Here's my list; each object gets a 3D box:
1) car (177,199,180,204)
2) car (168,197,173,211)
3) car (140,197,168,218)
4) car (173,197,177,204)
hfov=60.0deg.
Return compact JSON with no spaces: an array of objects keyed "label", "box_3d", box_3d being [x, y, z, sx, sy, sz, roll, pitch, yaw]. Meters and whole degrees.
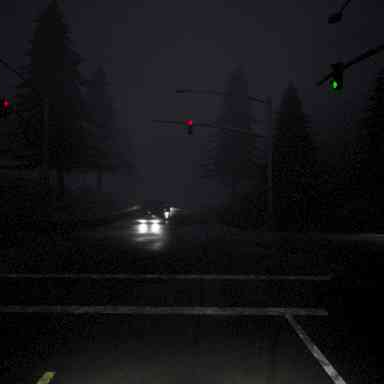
[{"label":"car","box_3d":[-4.099,1.564,61.619,1.994,1.385,4.181,0,0,-39]},{"label":"car","box_3d":[-3.648,1.478,40.278,1.882,1.535,5.008,0,0,0]},{"label":"car","box_3d":[-3.653,1.491,30.775,2.128,1.511,4.902,0,0,0]},{"label":"car","box_3d":[-3.937,1.491,50.429,2.128,1.511,4.902,0,0,-7]}]
